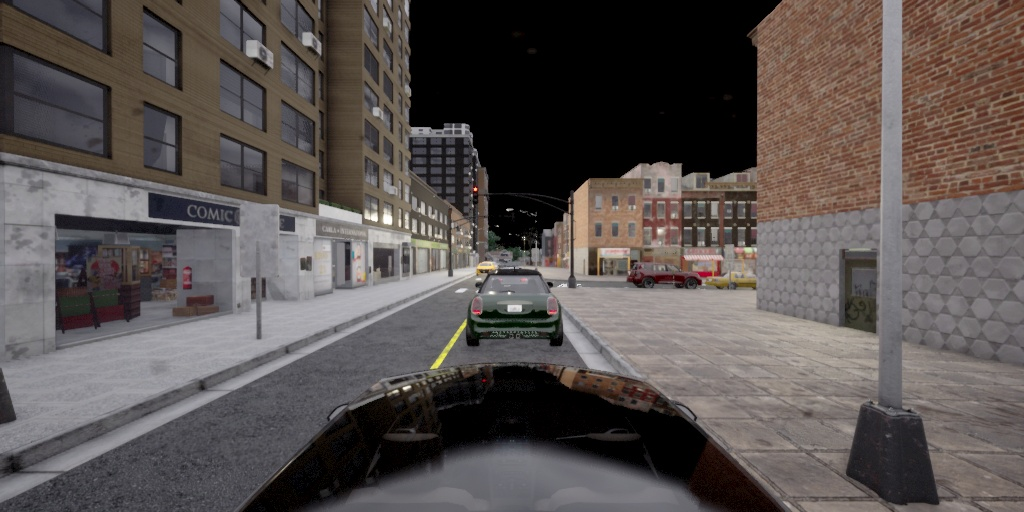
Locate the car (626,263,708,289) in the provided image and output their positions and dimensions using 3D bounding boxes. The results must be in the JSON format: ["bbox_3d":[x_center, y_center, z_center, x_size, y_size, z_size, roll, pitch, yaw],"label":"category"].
[{"bbox_3d":[10.744,1.409,25.589,5.009,1.841,2.192,0,0,0],"label":"car"}]

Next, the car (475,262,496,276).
[{"bbox_3d":[-2.928,1.426,40.754,1.882,1.535,5.008,0,-1,1],"label":"car"}]

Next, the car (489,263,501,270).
[{"bbox_3d":[-2.958,1.833,63.871,1.895,1.301,4.718,0,-1,1],"label":"car"}]

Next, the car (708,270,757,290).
[{"bbox_3d":[16.459,1.722,25.591,4.829,1.417,1.751,0,0,0],"label":"car"}]

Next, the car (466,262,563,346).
[{"bbox_3d":[0.062,1.108,9.545,2.097,1.767,4.553,0,0,0],"label":"car"}]
